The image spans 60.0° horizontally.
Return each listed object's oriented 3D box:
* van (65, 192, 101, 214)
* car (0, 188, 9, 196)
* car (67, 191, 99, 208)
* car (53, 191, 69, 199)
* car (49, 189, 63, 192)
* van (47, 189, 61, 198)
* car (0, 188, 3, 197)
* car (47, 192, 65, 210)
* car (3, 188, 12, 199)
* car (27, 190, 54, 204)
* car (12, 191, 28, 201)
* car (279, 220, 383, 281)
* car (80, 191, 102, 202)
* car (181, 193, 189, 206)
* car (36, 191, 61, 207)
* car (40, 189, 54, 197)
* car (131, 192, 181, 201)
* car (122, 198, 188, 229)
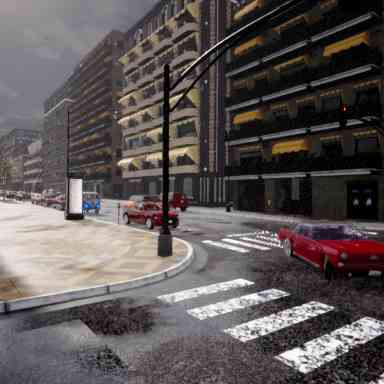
[{"bbox_3d":[-9.090,0.881,28.197,1.690,1.788,3.998,2,0,-36],"label":"van"},{"bbox_3d":[-42.402,-0.022,73.913,2.192,1.841,5.009,2,0,-36],"label":"car"},{"bbox_3d":[-12.062,0.785,36.664,2.097,1.767,4.553,1,0,-36],"label":"car"},{"bbox_3d":[-25.747,0.529,65.277,1.752,1.417,4.829,2,0,-36],"label":"car"},{"bbox_3d":[-25.090,0.599,59.983,2.033,1.411,5.357,1,0,-38],"label":"car"},{"bbox_3d":[-28.973,0.260,69.711,1.690,1.788,3.998,2,0,-36],"label":"van"},{"bbox_3d":[-39.078,0.301,69.341,2.008,1.369,4.403,2,0,-36],"label":"car"},{"bbox_3d":[-12.427,0.997,32.768,1.887,1.381,4.507,2,0,-36],"label":"car"},{"bbox_3d":[-32.416,0.470,60.198,1.887,1.381,4.507,2,0,-36],"label":"car"},{"bbox_3d":[-18.990,0.805,41.774,1.752,1.417,4.829,2,0,-36],"label":"car"},{"bbox_3d":[-25.749,0.541,51.055,1.967,1.590,4.097,2,0,-36],"label":"car"},{"bbox_3d":[4.225,1.589,10.035,1.895,1.301,4.718,1,0,-3],"label":"car"},{"bbox_3d":[-15.650,0.710,51.425,1.967,1.590,4.097,2,0,-36],"label":"car"},{"bbox_3d":[-2.322,0.936,33.138,2.192,1.841,5.009,2,0,-36],"label":"car"},{"bbox_3d":[-15.759,0.909,37.340,1.887,1.381,4.507,2,0,-36],"label":"car"},{"bbox_3d":[-32.307,0.272,74.283,1.967,1.590,4.097,2,0,-36],"label":"car"},{"bbox_3d":[-3.145,1.018,24.411,2.097,1.767,4.553,1,1,-36],"label":"car"},{"bbox_3d":[-2.434,1.261,19.053,1.887,1.381,4.507,2,0,-36],"label":"car"}]
